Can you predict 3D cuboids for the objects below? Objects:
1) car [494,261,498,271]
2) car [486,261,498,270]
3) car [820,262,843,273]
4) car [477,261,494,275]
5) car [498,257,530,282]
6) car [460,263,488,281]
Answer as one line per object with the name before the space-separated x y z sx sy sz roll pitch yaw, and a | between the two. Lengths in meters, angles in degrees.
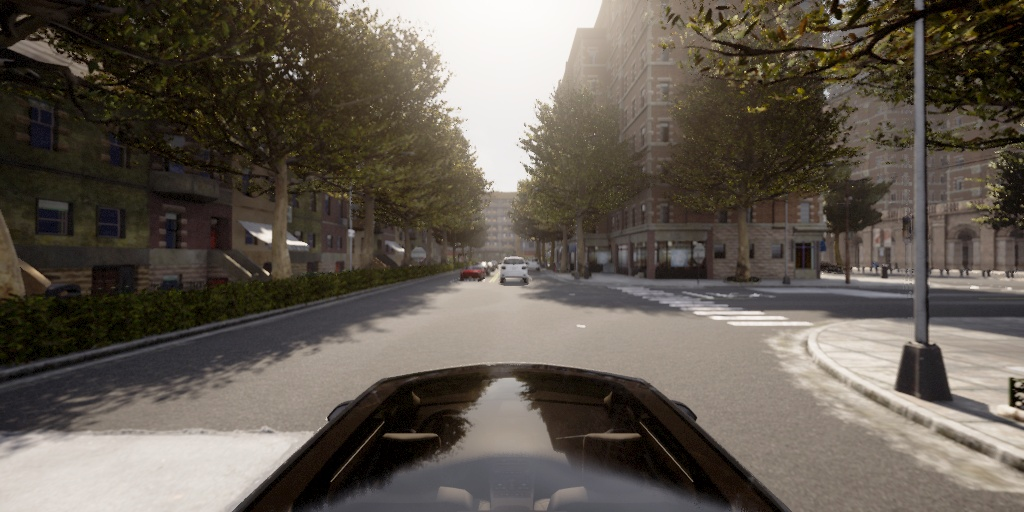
car | -3.500 1.599 51.488 1.994 1.385 4.181 0 0 0
car | -3.453 1.610 63.539 1.837 1.490 4.892 0 -1 1
car | 41.547 1.499 48.053 1.882 1.535 5.008 0 0 1
car | -3.529 1.469 41.504 2.128 1.511 4.902 0 0 0
car | 0.146 1.138 30.859 2.150 2.045 5.566 0 0 0
car | -3.519 1.526 32.302 1.895 1.301 4.718 0 0 0
